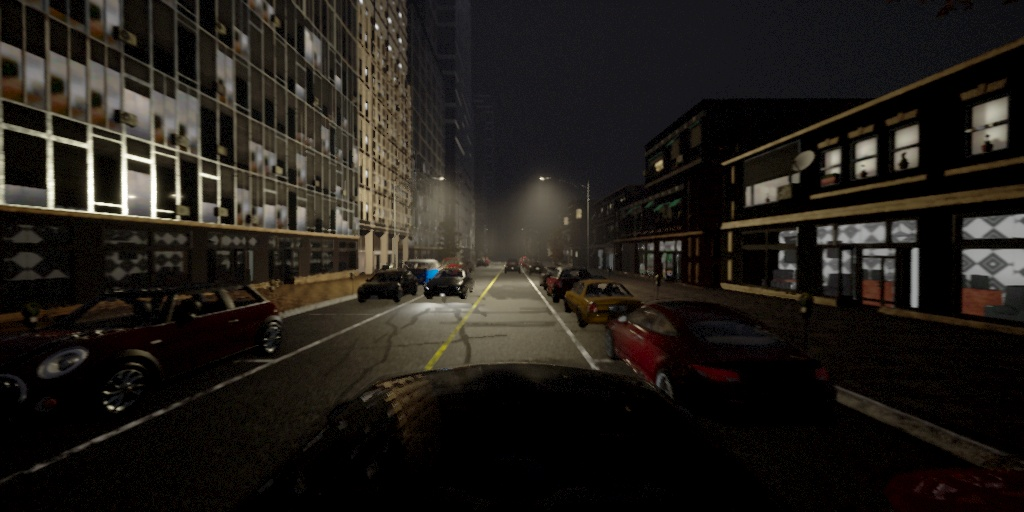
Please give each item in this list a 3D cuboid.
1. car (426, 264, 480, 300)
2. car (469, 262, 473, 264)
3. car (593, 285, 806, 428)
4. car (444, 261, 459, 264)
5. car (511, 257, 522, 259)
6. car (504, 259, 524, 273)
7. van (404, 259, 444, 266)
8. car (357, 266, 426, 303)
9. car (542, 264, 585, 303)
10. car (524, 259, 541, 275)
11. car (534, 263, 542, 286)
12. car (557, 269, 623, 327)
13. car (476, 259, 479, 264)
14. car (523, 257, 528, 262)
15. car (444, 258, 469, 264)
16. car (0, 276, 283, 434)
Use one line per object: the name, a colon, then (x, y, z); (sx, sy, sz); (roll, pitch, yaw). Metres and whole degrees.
car: (-3.012, 1.317, 18.224); (2.033, 1.411, 5.357); (0, 0, 0)
car: (-5.700, 1.379, 39.488); (1.802, 1.307, 4.207); (0, 0, 0)
car: (2.688, 1.337, 5.570); (1.802, 1.307, 4.207); (0, 0, 0)
car: (-5.679, 1.332, 28.201); (2.007, 1.370, 4.403); (0, 0, 0)
car: (0.095, 1.171, 56.356); (2.097, 1.767, 4.553); (0, 0, 0)
car: (0.090, 1.366, 43.348); (1.994, 1.385, 4.181); (0, 0, 1)
van: (-5.665, 1.115, 22.556); (1.690, 1.789, 3.998); (0, 0, 0)
car: (-5.661, 1.333, 16.912); (1.948, 1.339, 4.313); (0, 0, 0)
car: (2.687, 1.208, 16.858); (1.967, 1.591, 4.097); (0, 0, 0)
car: (2.685, 1.363, 39.434); (1.948, 1.339, 4.313); (0, 0, 0)
car: (2.686, 1.341, 22.502); (1.948, 1.339, 4.313); (0, 0, 0)
car: (2.688, 1.286, 11.384); (1.751, 1.417, 4.829); (0, 0, 0)
car: (-5.697, 1.370, 45.133); (1.948, 1.339, 4.313); (0, 0, 0)
car: (2.684, 1.244, 45.078); (1.967, 1.591, 4.097); (0, 0, 0)
car: (-5.704, 1.104, 33.845); (2.192, 1.841, 5.009); (0, 0, 0)
car: (-5.659, 1.194, 5.624); (1.967, 1.591, 4.097); (0, 0, 0)
